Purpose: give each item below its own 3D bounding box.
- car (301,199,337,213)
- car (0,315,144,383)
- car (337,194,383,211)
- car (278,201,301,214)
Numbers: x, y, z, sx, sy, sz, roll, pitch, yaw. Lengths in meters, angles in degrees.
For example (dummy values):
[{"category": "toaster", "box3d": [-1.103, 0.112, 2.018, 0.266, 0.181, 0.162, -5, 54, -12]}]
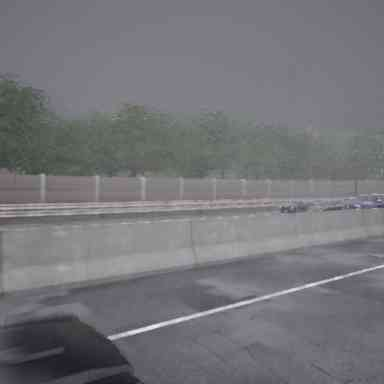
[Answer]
[{"category": "car", "box3d": [12.328, 1.453, 29.955, 4.892, 1.490, 1.837, -1, 0, -35]}, {"category": "car", "box3d": [-2.589, 1.590, 1.900, 4.718, 1.301, 1.895, 0, 0, -35]}, {"category": "car", "box3d": [14.677, 1.168, 27.337, 5.566, 2.045, 2.150, 0, 0, -35]}, {"category": "car", "box3d": [10.780, 1.547, 33.152, 4.718, 1.301, 1.895, 0, 0, -35]}]
